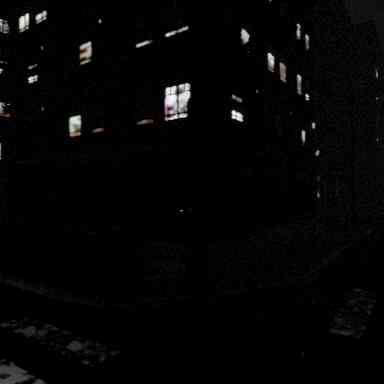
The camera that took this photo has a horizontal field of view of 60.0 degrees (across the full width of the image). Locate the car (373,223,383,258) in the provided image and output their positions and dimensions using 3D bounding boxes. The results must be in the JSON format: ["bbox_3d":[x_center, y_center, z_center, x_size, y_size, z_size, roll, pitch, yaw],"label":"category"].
[{"bbox_3d":[7.176,1.344,10.942,2.008,1.369,4.403,0,1,35],"label":"car"}]
